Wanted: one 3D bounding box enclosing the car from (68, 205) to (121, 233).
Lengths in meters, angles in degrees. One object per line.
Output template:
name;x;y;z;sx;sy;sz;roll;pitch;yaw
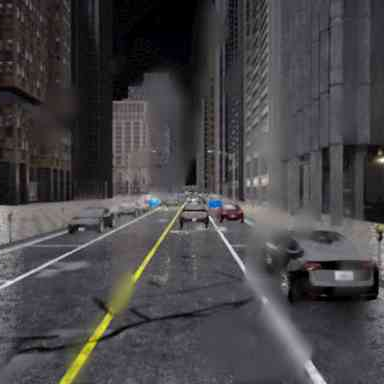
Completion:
car;-5.724;1.548;19.434;1.947;1.339;4.313;0;0;0

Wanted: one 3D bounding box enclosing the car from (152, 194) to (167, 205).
car;-5.644;1.259;58.920;2.192;1.841;5.009;0;0;0

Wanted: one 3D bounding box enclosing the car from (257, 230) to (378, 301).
car;2.777;1.558;8.140;1.947;1.339;4.313;0;0;0

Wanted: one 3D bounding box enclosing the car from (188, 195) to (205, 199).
car;0.184;1.452;40.475;2.128;1.511;4.902;0;0;0

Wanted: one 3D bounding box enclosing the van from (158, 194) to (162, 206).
van;-5.667;1.296;47.638;1.690;1.788;3.998;0;0;0

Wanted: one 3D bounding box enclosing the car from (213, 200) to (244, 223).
car;2.812;1.520;25.062;1.887;1.381;4.507;0;0;0

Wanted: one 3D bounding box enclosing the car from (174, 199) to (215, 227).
car;0.148;1.470;22.459;2.128;1.511;4.902;0;0;0

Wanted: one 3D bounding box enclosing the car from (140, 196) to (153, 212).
car;-5.690;1.492;36.186;1.752;1.417;4.829;0;0;0

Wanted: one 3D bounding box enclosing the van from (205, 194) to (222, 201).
van;2.846;1.300;41.984;1.690;1.788;3.998;0;0;0

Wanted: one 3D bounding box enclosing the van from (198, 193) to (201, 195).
van;2.916;1.266;75.828;1.690;1.788;3.998;0;0;0

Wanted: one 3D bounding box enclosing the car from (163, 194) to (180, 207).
car;-2.894;1.470;50.937;1.837;1.490;4.892;0;0;0

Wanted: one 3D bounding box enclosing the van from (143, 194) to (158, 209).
van;-5.679;1.302;41.997;1.690;1.788;3.998;0;0;0

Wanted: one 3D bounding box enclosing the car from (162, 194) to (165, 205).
car;-5.655;1.389;53.278;1.967;1.590;4.097;0;0;0

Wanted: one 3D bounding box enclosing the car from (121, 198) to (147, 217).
car;-5.701;1.522;30.716;2.008;1.369;4.403;0;0;0

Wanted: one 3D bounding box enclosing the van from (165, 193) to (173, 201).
van;-5.598;1.261;81.484;1.690;1.788;3.998;0;0;0
